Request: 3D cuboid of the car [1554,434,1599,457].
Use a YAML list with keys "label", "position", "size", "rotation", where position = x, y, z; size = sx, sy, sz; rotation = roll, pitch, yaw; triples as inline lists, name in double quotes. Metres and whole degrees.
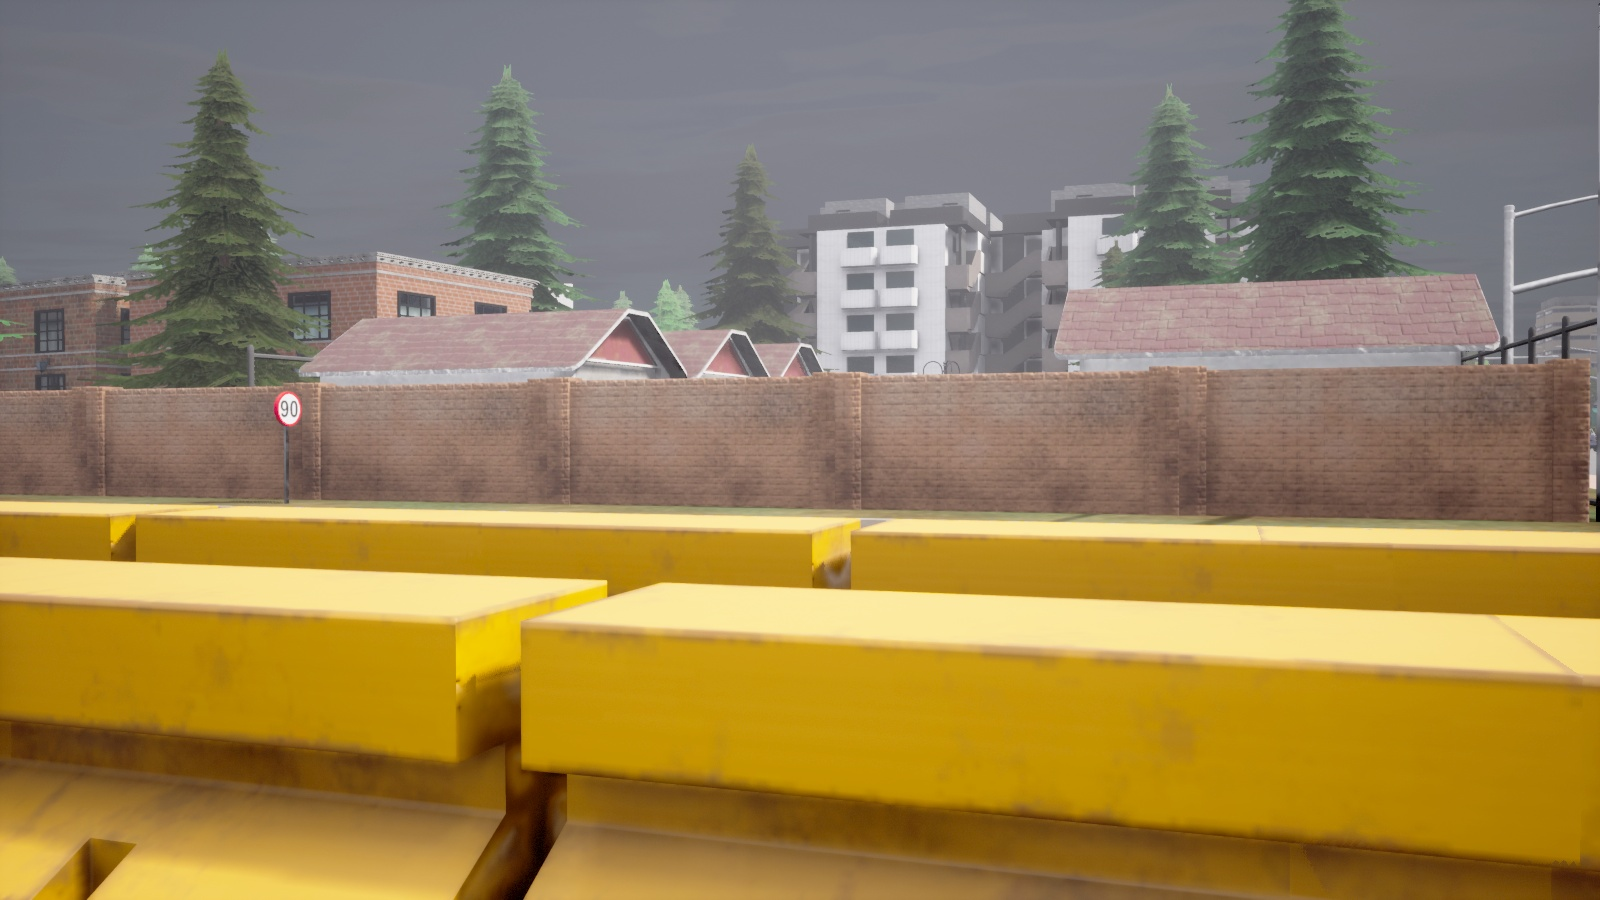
- label: "car"
  position: [50.429, -0.323, 81.439]
  size: [1.970, 1.475, 3.806]
  rotation: [1, 1, 20]
